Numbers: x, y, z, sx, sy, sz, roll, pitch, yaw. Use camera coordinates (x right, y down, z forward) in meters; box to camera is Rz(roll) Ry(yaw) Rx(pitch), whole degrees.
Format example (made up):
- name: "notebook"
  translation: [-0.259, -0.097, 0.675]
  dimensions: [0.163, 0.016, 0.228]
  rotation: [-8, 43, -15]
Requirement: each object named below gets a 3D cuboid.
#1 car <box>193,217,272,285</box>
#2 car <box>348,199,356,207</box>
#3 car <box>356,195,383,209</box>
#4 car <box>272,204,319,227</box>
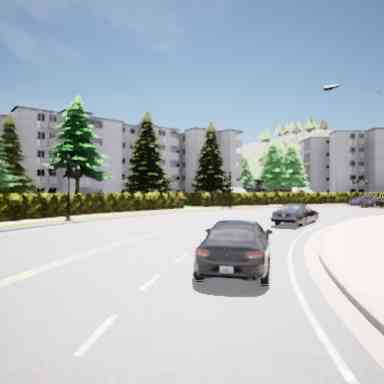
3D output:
- name: "car"
  translation: [1.272, 1.503, 9.450]
  dimensions: [1.812, 1.442, 4.674]
  rotation: [0, 0, 13]
- name: "car"
  translation: [24.887, 1.248, 47.951]
  dimensions: [4.553, 1.767, 2.097]
  rotation: [0, 0, -16]
- name: "car"
  translation: [24.834, 1.412, 44.304]
  dimensions: [4.892, 1.490, 1.837]
  rotation: [0, 0, -17]
- name: "car"
  translation: [7.064, 1.496, 22.617]
  dimensions: [2.033, 1.411, 5.357]
  rotation: [0, 0, 34]
